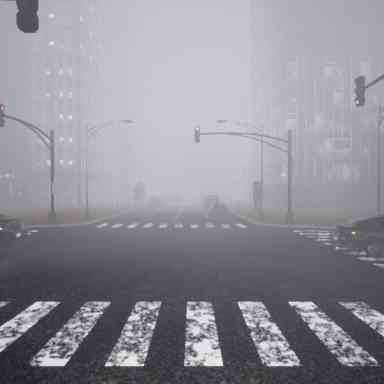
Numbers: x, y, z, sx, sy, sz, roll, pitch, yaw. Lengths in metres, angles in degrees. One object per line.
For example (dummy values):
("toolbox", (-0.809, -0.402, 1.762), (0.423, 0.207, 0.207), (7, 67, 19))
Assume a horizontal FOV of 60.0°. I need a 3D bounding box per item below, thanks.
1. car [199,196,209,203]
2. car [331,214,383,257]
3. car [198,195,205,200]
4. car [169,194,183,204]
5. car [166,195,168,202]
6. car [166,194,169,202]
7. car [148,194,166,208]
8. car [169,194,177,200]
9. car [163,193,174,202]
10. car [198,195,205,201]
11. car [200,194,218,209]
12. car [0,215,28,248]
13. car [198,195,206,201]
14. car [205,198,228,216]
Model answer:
("car", (2.542, 1.508, 70.782), (1.887, 1.381, 4.507), (-1, 0, 0))
("car", (7.692, 1.558, 12.510), (4.674, 1.442, 1.812), (0, 1, 0))
("car", (2.538, 1.489, 92.881), (1.887, 1.381, 4.507), (-1, 0, 0))
("car", (-2.761, 1.320, 64.375), (2.097, 1.767, 4.553), (0, 0, 0))
("car", (-5.335, 1.558, 54.183), (1.802, 1.307, 4.206), (-1, 0, 0))
("car", (-5.339, 1.404, 70.756), (1.967, 1.590, 4.097), (-1, 0, 0))
("car", (-5.336, 1.419, 48.658), (1.967, 1.590, 4.097), (-1, 0, 0))
("car", (-5.343, 1.385, 92.854), (1.967, 1.590, 4.097), (-1, 0, 0))
("car", (-5.342, 1.274, 76.281), (2.192, 1.841, 5.009), (-1, 0, 0))
("car", (2.539, 1.474, 87.526), (1.752, 1.417, 4.829), (-1, 0, 0))
("car", (2.532, 1.297, 43.160), (2.192, 1.841, 5.009), (-1, 0, 0))
("car", (-9.244, 1.251, 12.463), (5.566, 2.045, 2.150), (0, 0, 0))
("car", (2.541, 1.536, 81.832), (1.802, 1.307, 4.206), (-1, 0, 0))
("car", (2.517, 1.570, 32.111), (1.802, 1.307, 4.206), (-1, 0, 0))
